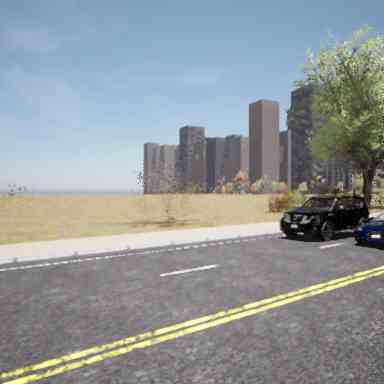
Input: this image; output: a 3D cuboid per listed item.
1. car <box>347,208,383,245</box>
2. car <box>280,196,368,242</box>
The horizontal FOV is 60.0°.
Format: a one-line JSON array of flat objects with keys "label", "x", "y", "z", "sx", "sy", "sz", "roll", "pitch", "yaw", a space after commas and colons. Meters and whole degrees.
[{"label": "car", "x": 8.769, "y": 1.548, "z": 14.180, "sx": 4.181, "sy": 1.385, "sz": 1.994, "roll": 0, "pitch": 0, "yaw": -37}, {"label": "car", "x": 6.856, "y": 1.208, "z": 16.787, "sx": 5.566, "sy": 2.045, "sz": 2.150, "roll": 0, "pitch": 0, "yaw": -37}]
